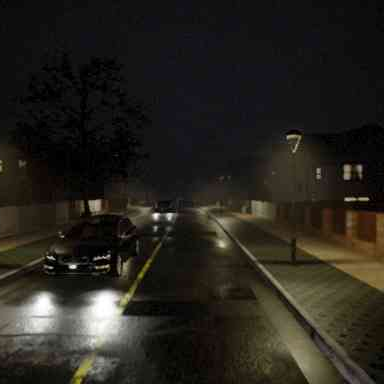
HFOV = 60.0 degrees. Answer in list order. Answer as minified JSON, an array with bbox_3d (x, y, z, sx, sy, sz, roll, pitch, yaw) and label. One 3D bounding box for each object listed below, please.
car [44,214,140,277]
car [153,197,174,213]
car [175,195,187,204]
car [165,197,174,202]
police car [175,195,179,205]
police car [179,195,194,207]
[{"bbox_3d":[-2.823,1.507,10.335,1.837,1.490,4.892,0,0,0],"label":"car"},{"bbox_3d":[-3.233,1.616,37.899,1.812,1.442,4.674,0,0,-2],"label":"car"},{"bbox_3d":[-2.456,1.583,71.878,2.150,2.045,5.566,0,-1,-7],"label":"car"},{"bbox_3d":[-6.053,2.066,89.787,1.895,1.301,4.718,0,-1,-11],"label":"car"},{"bbox_3d":[-1.728,1.720,65.962,1.930,1.638,5.238,0,-1,-7],"label":"police car"},{"bbox_3d":[-0.707,1.626,55.949,1.930,1.638,5.238,0,0,-5],"label":"police car"}]
